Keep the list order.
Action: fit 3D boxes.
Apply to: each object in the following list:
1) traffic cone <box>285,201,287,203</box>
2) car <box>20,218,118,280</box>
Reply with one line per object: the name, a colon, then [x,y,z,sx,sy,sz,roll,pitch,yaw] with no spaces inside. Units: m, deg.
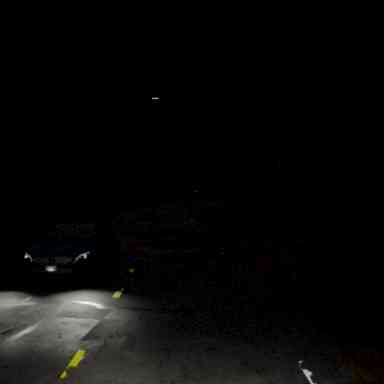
traffic cone: [21.815,2.150,77.316,0.340,0.580,0.340,0,0,-7]
car: [-3.440,1.550,10.168,1.812,1.442,4.674,0,0,-3]
